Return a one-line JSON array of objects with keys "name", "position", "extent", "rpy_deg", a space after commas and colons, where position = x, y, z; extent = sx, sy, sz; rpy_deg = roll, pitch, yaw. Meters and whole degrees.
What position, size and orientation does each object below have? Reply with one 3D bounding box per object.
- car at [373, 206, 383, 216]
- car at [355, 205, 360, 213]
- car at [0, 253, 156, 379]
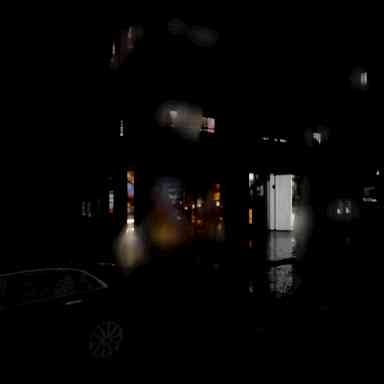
[{"name": "car", "position": [18.625, 1.613, 29.173], "extent": [1.882, 1.535, 5.008], "rpy_deg": [0, -1, -37]}, {"name": "car", "position": [17.800, 1.836, 39.700], "extent": [1.802, 1.307, 4.206], "rpy_deg": [-1, 0, -35]}, {"name": "car", "position": [-2.593, 1.551, 4.249], "extent": [4.403, 1.369, 2.008], "rpy_deg": [0, 0, -35]}]
